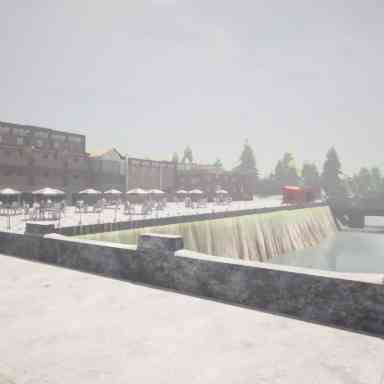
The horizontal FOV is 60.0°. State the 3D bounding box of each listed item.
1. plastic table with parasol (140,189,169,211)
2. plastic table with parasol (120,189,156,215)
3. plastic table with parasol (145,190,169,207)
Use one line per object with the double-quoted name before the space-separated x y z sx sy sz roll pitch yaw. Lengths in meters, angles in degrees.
"plastic table with parasol" -4.504 0.925 40.174 2.482 2.480 2.482 0 0 35
"plastic table with parasol" -5.263 0.925 32.485 2.482 2.480 2.482 0 0 35
"plastic table with parasol" -5.214 0.925 49.162 2.482 2.480 2.482 0 0 35
